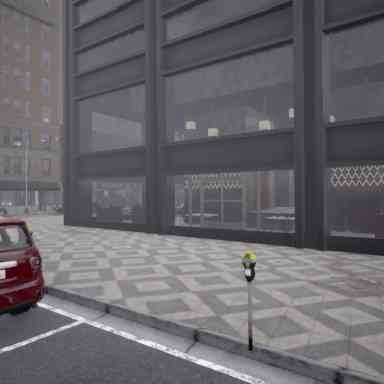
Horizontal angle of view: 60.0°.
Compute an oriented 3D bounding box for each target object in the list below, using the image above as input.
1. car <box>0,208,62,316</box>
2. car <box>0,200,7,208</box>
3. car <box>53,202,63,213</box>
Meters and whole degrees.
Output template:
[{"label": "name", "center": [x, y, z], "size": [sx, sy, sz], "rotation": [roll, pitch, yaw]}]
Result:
[{"label": "car", "center": [-4.828, 1.317, 6.295], "size": [5.009, 1.841, 2.192], "rotation": [0, -1, 35]}, {"label": "car", "center": [-19.250, 1.503, 29.964], "size": [2.097, 1.767, 4.553], "rotation": [-1, -1, 36]}, {"label": "car", "center": [-13.136, 1.461, 38.453], "size": [2.150, 2.045, 5.566], "rotation": [-1, -1, 36]}]
